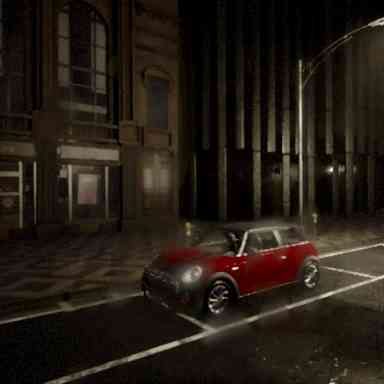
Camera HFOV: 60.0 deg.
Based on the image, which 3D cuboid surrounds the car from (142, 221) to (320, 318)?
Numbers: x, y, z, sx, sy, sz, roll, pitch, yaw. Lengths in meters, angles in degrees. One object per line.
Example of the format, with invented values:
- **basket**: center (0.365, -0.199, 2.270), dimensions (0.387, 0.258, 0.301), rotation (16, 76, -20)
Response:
- **car**: center (0.941, 1.436, 7.339), dimensions (4.097, 1.590, 1.967), rotation (0, 0, -36)
